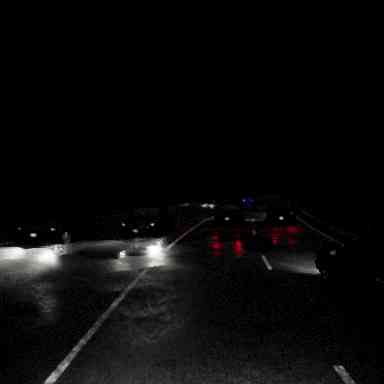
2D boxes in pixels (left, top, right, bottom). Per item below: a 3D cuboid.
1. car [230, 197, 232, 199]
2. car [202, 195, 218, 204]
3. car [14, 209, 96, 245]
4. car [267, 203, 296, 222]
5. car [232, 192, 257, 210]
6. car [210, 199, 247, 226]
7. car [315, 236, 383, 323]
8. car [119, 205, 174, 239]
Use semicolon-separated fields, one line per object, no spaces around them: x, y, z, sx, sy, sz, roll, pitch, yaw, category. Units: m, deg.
7.843;1.251;58.511;2.033;1.411;5.357;0;0;16;car
3.027;1.256;54.410;2.033;1.411;5.357;0;0;16;car
-5.927;1.467;14.887;1.994;1.385;4.181;0;0;7;car
6.559;1.487;24.927;1.895;1.301;4.718;0;0;11;car
6.537;1.026;39.977;2.150;2.045;5.566;0;1;15;car
2.513;1.413;22.244;1.812;1.442;4.674;0;0;10;car
3.893;1.524;6.052;2.033;1.411;5.357;0;0;4;car
-2.145;1.428;16.944;1.812;1.442;4.674;0;0;9;car
